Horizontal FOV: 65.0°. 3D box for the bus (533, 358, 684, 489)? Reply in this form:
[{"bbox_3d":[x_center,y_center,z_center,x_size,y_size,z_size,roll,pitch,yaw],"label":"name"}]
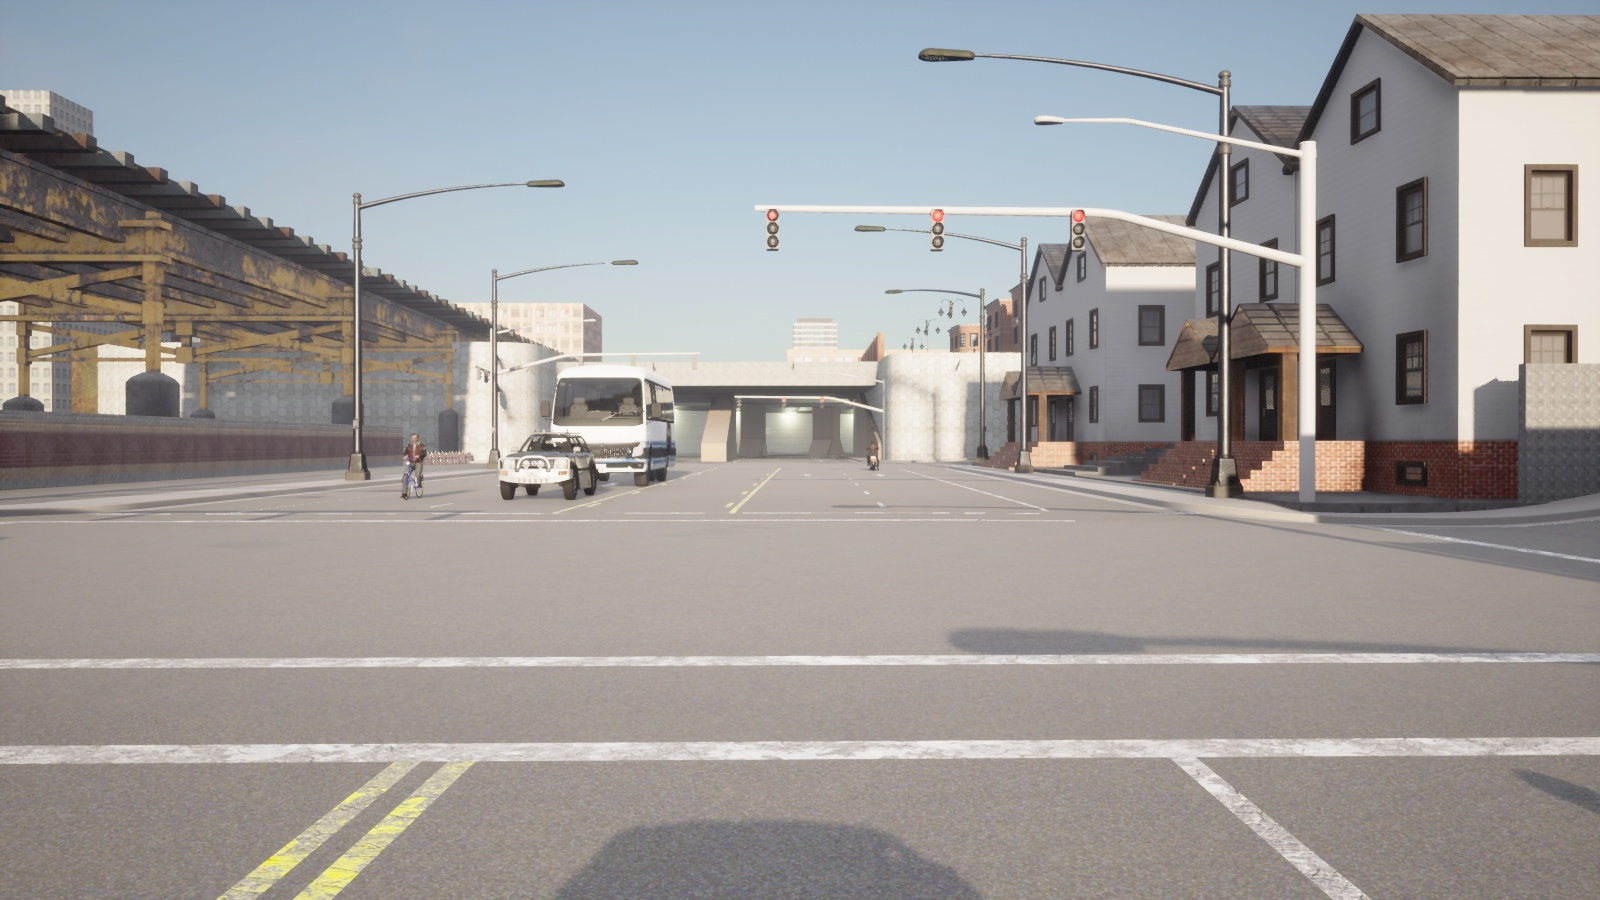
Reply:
[{"bbox_3d":[-6.718,-0.896,46.125,3.944,4.253,10.273,0,0,0],"label":"bus"}]

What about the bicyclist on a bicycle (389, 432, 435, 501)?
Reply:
[{"bbox_3d":[-10.293,0.420,33.368,0.659,1.776,1.843,0,0,0],"label":"bicyclist on a bicycle"}]

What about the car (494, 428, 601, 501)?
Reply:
[{"bbox_3d":[-6.784,0.365,34.192,1.932,1.855,4.605,0,0,1],"label":"car"}]
